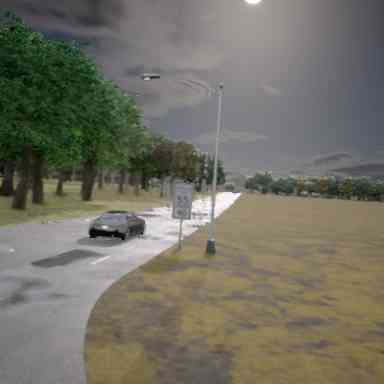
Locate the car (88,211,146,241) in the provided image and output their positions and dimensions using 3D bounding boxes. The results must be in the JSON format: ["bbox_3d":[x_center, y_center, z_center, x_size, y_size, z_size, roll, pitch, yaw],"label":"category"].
[{"bbox_3d":[-3.899,1.715,18.011,1.994,1.385,4.181,4,-1,9],"label":"car"}]
